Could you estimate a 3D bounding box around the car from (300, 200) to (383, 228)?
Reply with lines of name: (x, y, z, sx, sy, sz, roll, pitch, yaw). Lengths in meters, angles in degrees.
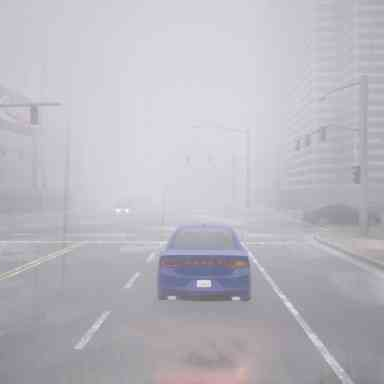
car: (9.705, 1.477, 21.793, 5.008, 1.535, 1.882, 0, 0, 2)

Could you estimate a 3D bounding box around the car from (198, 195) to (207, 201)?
car: (2.749, 1.524, 86.160, 1.812, 1.442, 4.674, 0, 0, 2)

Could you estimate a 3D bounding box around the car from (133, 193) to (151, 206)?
car: (-8.840, 1.221, 55.477, 2.150, 2.045, 5.566, 0, 0, 2)

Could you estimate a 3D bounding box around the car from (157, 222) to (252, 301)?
car: (0.306, 1.478, 8.383, 1.882, 1.535, 5.008, 0, 0, 2)

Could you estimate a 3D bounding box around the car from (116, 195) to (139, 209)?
car: (-9.150, 1.564, 46.134, 1.994, 1.385, 4.181, 0, 0, 2)

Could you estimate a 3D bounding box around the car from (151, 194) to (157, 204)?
car: (-8.431, 1.547, 66.158, 2.033, 1.411, 5.357, 0, 0, 3)
